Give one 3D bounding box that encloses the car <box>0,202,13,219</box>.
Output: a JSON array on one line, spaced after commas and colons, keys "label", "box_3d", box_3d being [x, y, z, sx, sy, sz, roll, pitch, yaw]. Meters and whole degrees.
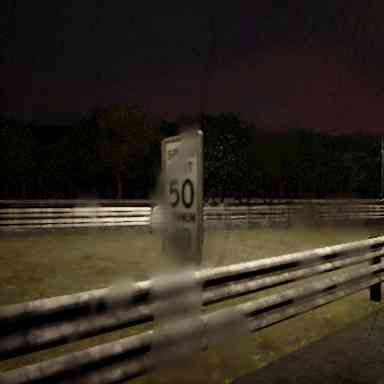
[{"label": "car", "box_3d": [-14.543, 1.044, 21.435, 5.566, 2.045, 2.150, 0, 0, -21]}]
